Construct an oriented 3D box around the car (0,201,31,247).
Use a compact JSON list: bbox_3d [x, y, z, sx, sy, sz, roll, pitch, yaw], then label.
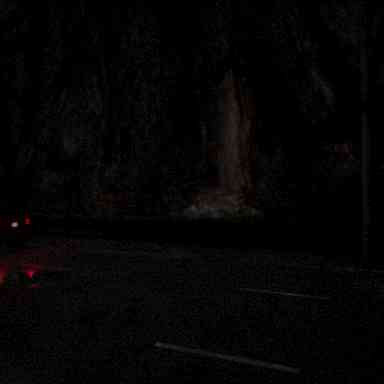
[{"bbox_3d":[-9.681,1.420,14.578,5.566,2.045,2.150,0,-1,23],"label":"car"}]
